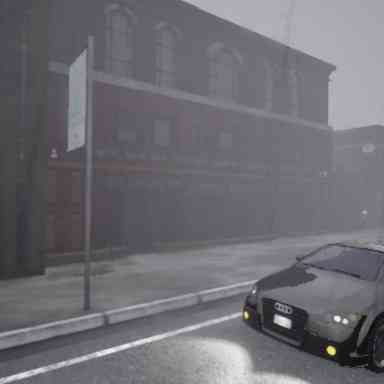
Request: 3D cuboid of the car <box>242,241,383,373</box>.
[{"bbox_3d":[2.864,1.604,5.729,4.181,1.385,1.994,0,0,-36],"label":"car"}]
